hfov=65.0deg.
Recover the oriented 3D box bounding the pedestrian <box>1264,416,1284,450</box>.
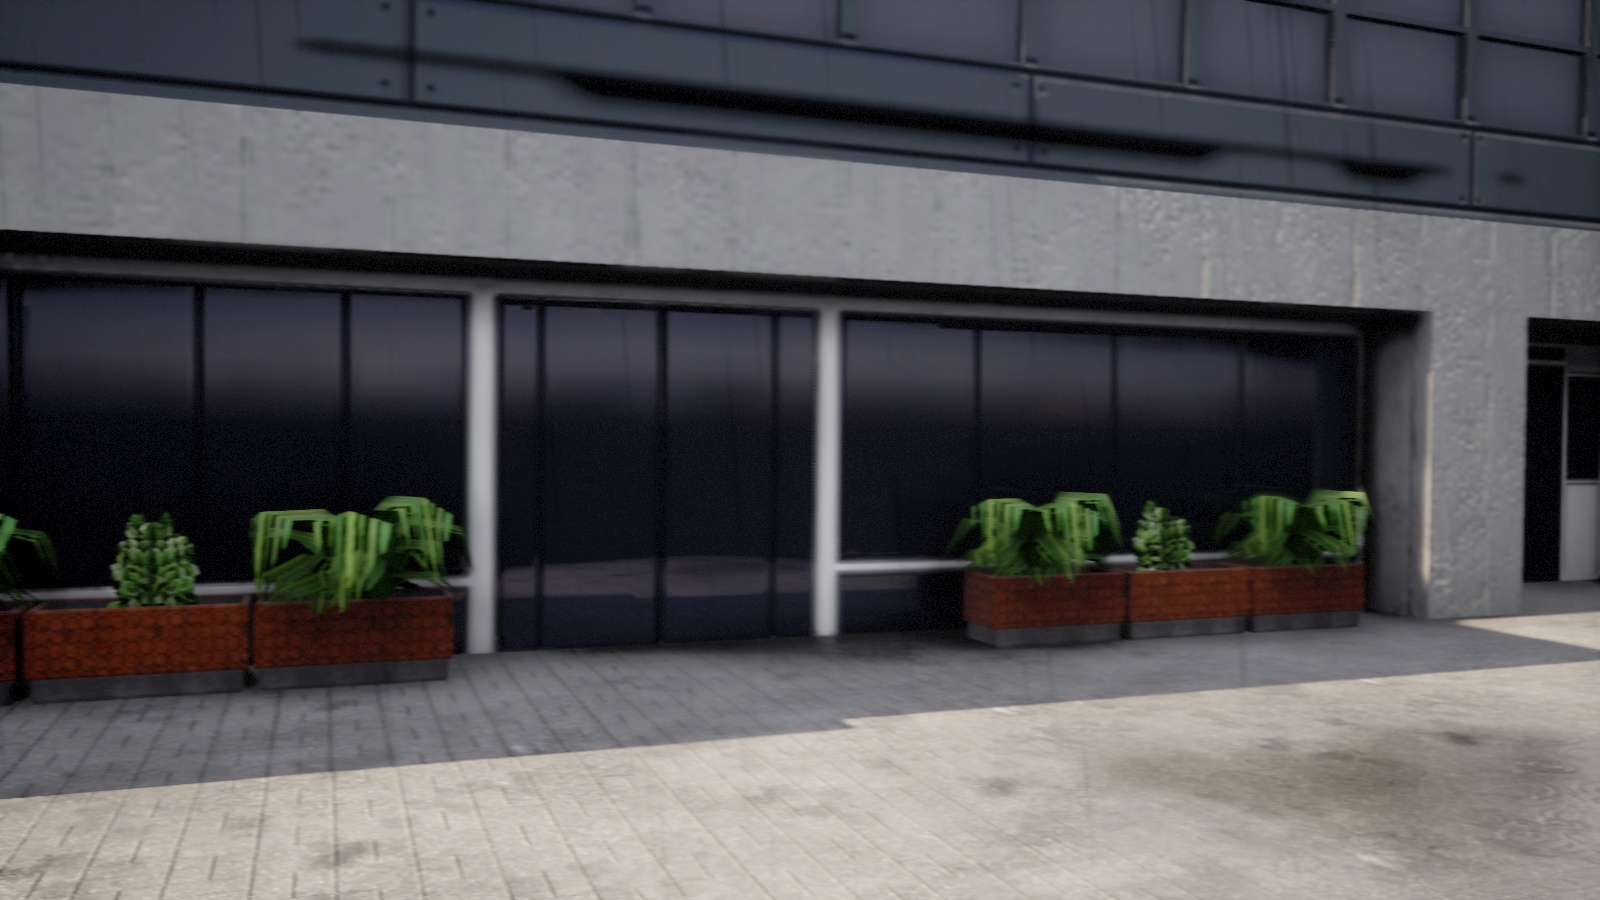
[{"bbox_3d":[27.659,-0.988,73.250,0.659,1.952,0.873,-1,1,-22],"label":"pedestrian"}]
